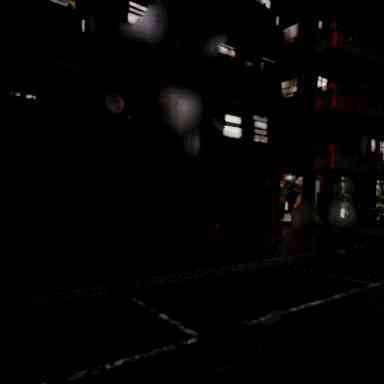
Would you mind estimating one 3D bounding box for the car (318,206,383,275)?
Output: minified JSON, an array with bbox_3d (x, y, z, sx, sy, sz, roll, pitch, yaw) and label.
[{"bbox_3d":[6.363,1.439,11.073,5.009,1.841,2.192,1,1,-35],"label":"car"}]
